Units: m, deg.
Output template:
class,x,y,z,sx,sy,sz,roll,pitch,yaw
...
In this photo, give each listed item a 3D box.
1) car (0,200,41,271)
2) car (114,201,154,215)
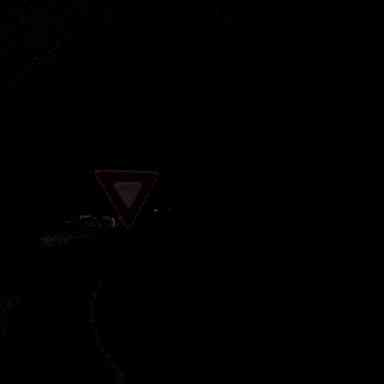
class,x,y,z,sx,sy,sz,roll,pitch,yaw
car,-6.842,1.291,11.160,2.150,2.045,5.566,0,0,-10
car,-5.854,1.627,33.877,1.837,1.490,4.892,0,0,30
